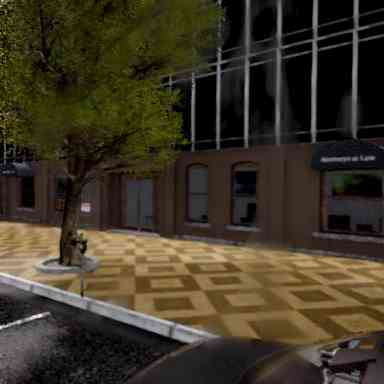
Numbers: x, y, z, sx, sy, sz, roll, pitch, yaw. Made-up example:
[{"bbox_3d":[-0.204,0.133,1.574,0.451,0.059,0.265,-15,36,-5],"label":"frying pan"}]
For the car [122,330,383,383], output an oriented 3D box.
[{"bbox_3d":[1.351,1.551,1.744,4.403,1.369,2.008,0,1,36],"label":"car"}]
